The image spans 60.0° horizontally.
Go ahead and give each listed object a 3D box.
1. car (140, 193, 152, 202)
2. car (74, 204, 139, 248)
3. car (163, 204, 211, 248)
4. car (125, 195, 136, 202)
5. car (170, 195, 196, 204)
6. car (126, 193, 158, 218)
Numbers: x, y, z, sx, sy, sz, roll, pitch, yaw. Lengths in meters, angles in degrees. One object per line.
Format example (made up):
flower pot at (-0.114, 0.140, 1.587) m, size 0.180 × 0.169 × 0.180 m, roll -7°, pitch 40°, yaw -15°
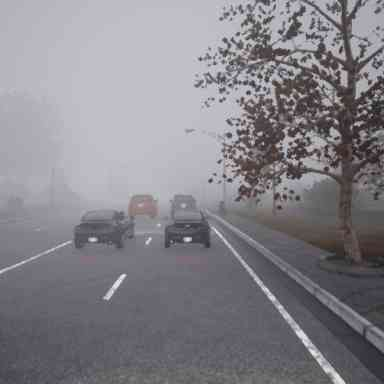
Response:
car at (-10.524, 1.165, 76.626) m, size 2.150 × 2.045 × 5.566 m, roll 0°, pitch 0°, yaw -3°
car at (-3.721, 1.513, 14.698) m, size 1.837 × 1.490 × 4.892 m, roll 0°, pitch 0°, yaw -2°
car at (-0.223, 1.513, 14.797) m, size 1.837 × 1.490 × 4.892 m, roll 0°, pitch 0°, yaw -2°
car at (-14.019, 1.493, 76.448) m, size 1.994 × 1.385 × 4.181 m, roll 0°, pitch 0°, yaw -3°
car at (-0.815, 1.255, 29.919) m, size 2.150 × 2.045 × 5.566 m, roll 0°, pitch 0°, yaw -3°
car at (-4.311, 1.255, 29.750) m, size 2.150 × 2.045 × 5.566 m, roll 0°, pitch 0°, yaw -3°
